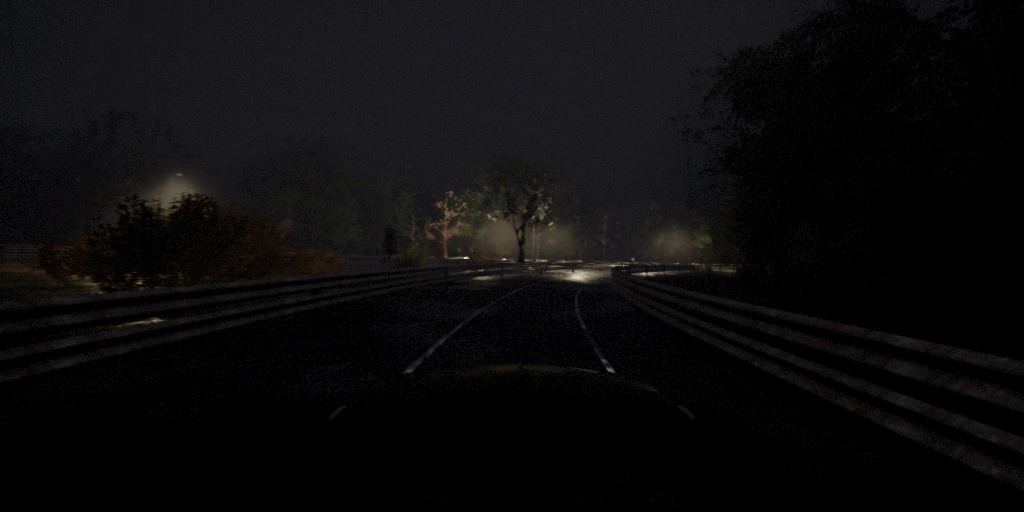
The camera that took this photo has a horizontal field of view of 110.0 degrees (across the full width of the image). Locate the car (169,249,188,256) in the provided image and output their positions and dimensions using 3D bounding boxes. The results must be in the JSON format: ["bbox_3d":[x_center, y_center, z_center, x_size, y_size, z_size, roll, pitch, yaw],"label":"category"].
[{"bbox_3d":[-36.905,-0.412,41.554,5.566,2.045,2.150,2,0,-33],"label":"car"}]

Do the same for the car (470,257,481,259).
[{"bbox_3d":[-5.704,0.951,61.476,4.674,1.442,1.812,2,0,-33],"label":"car"}]

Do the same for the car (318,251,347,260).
[{"bbox_3d":[-28.022,-0.021,55.528,4.553,1.767,2.097,2,0,-33],"label":"car"}]
